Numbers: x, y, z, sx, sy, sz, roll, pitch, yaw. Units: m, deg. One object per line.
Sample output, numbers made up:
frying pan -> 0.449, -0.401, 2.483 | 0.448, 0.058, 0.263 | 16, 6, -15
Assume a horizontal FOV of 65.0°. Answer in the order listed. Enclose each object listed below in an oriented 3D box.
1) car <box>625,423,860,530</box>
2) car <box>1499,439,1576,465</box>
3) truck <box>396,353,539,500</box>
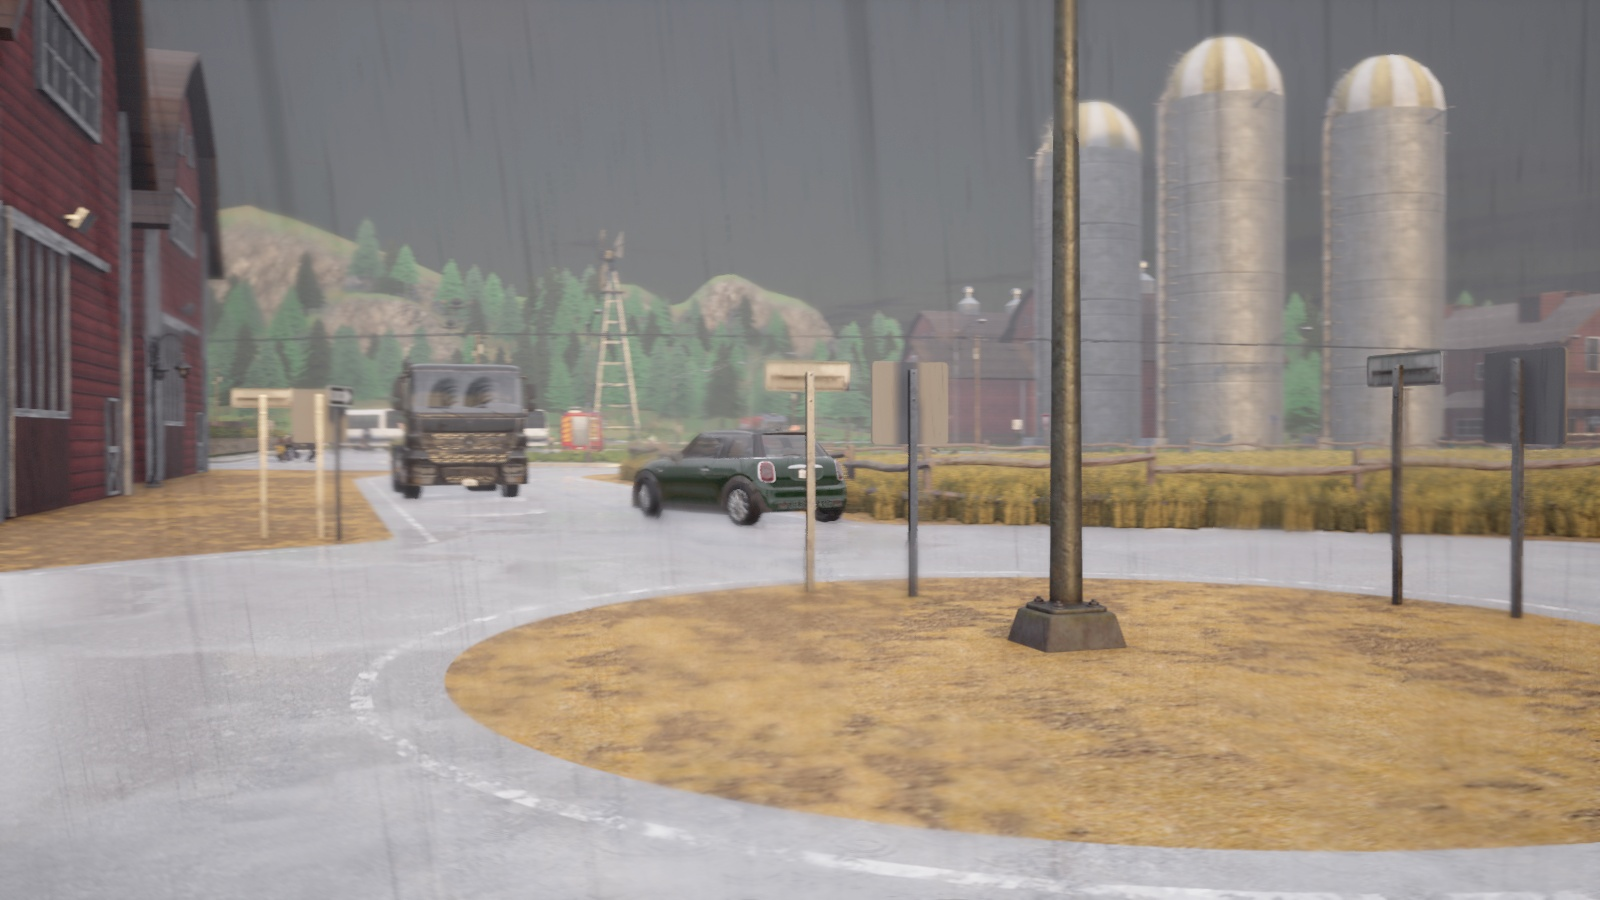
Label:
car -> -1.172, 0.406, 23.151 | 2.097, 1.767, 4.553 | 0, 1, -37
car -> 44.558, 0.112, 75.907 | 3.806, 1.475, 1.970 | 0, 1, -17
truck -> -9.102, -0.599, 33.671 | 2.891, 3.462, 7.936 | 0, 1, -21
